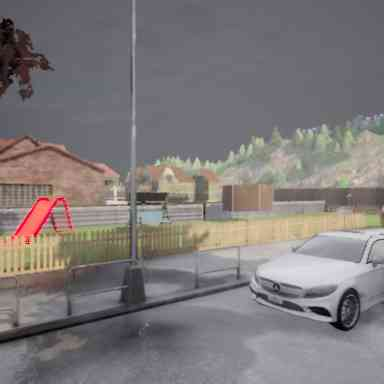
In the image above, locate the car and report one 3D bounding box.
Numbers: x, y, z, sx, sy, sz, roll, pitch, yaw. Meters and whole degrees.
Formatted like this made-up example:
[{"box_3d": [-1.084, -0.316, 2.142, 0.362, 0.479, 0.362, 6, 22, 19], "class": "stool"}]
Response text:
[{"box_3d": [3.295, 1.565, 7.064, 4.674, 1.442, 1.812, 0, 0, -36], "class": "car"}]
